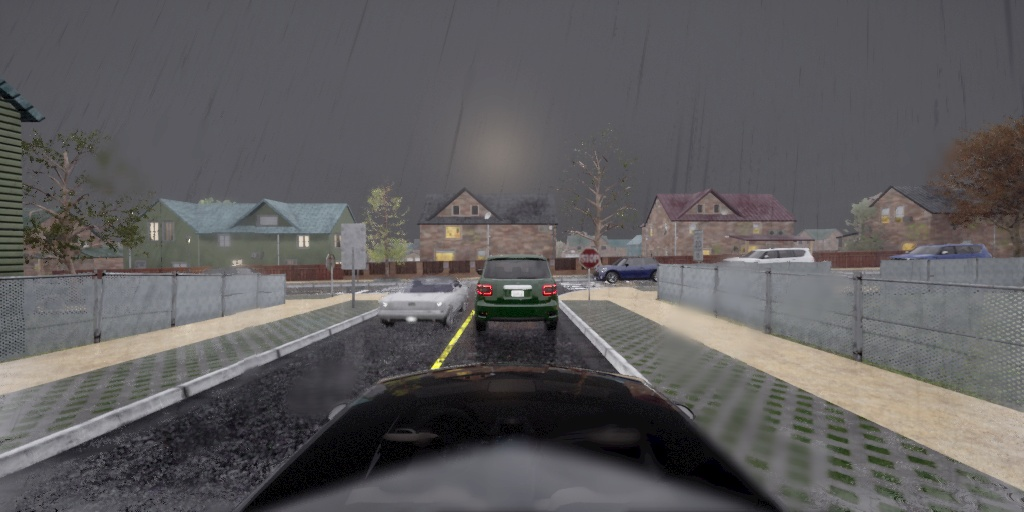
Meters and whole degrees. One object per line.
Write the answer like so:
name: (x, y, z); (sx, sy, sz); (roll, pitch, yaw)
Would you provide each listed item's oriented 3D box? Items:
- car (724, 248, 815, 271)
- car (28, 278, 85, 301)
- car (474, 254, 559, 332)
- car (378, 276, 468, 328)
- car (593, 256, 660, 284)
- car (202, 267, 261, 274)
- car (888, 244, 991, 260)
car: (17.269, 0.499, 24.275); (5.566, 2.045, 2.150); (-2, 1, 0)
car: (-28.142, 1.958, 21.345); (4.181, 1.385, 1.994); (-1, 1, 0)
car: (0.080, 0.972, 11.073); (2.150, 2.045, 5.566); (0, 0, -1)
car: (-2.622, 1.351, 11.612); (1.895, 1.301, 4.718); (0, 0, 0)
car: (7.766, 0.858, 24.054); (4.553, 1.767, 2.097); (-1, 1, -3)
car: (-16.166, 1.463, 21.335); (4.553, 1.767, 2.097); (-1, 1, 0)
car: (28.783, 0.231, 24.269); (5.566, 2.045, 2.150); (-1, 1, 0)
